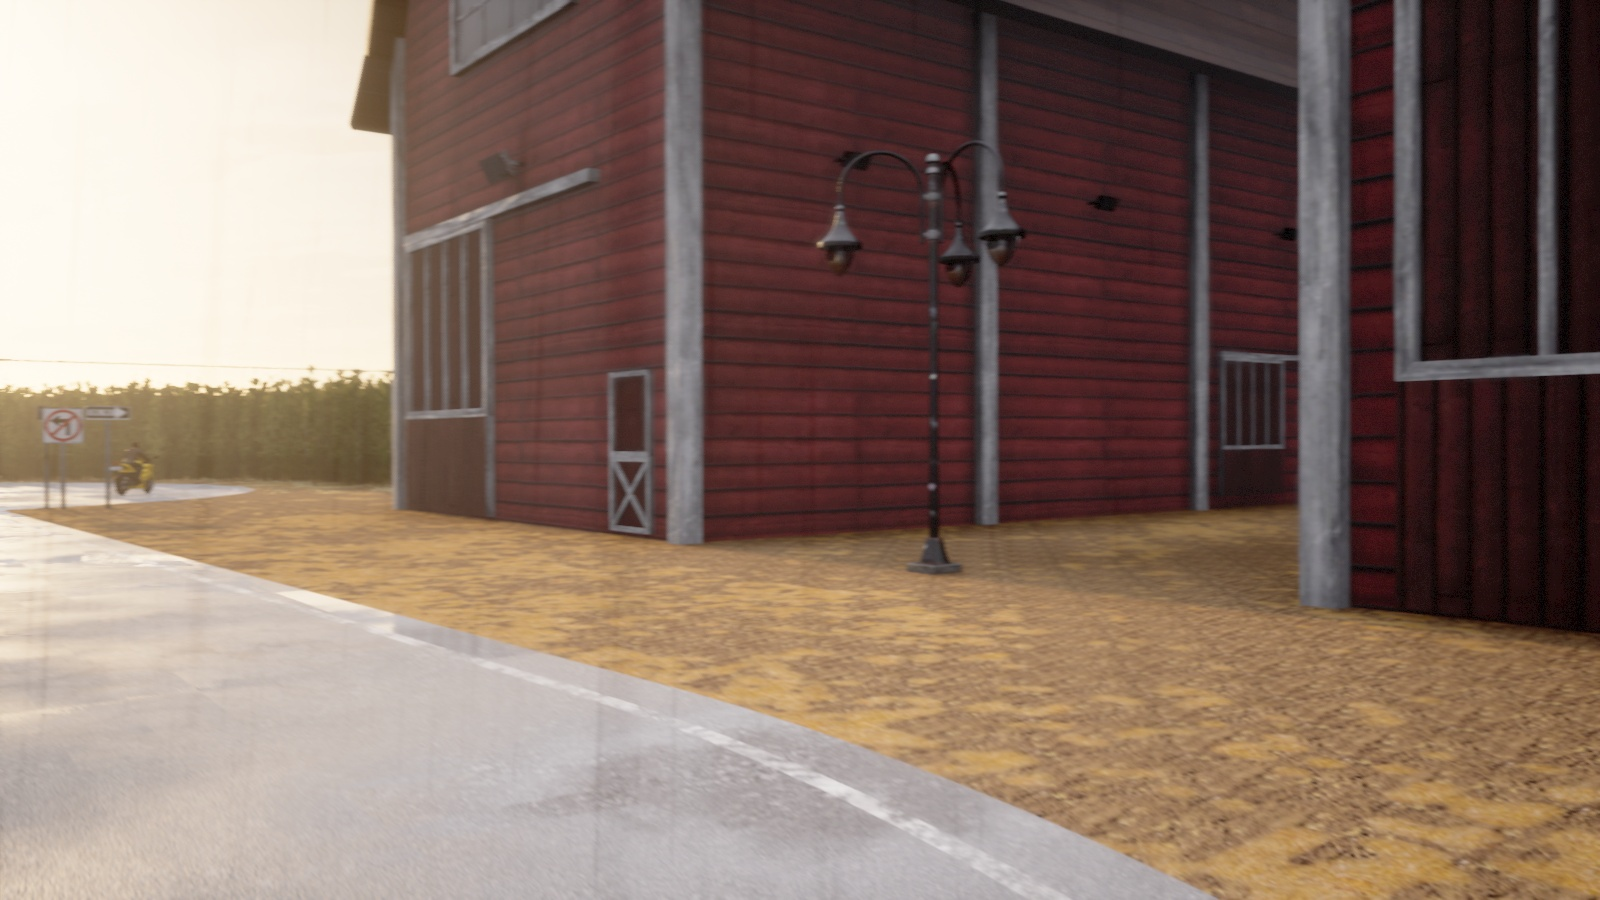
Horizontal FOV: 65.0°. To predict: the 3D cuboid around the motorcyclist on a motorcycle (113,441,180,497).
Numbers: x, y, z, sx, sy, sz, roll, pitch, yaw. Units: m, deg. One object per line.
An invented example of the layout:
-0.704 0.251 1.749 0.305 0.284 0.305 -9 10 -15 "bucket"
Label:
-18.507 0.516 35.600 0.797 1.523 2.044 -2 0 0 "motorcyclist on a motorcycle"
